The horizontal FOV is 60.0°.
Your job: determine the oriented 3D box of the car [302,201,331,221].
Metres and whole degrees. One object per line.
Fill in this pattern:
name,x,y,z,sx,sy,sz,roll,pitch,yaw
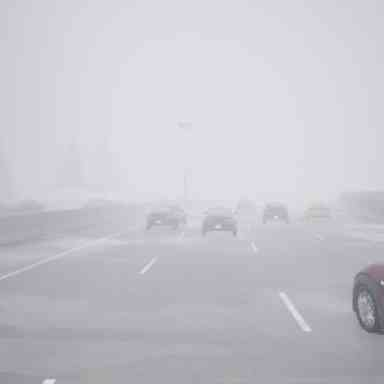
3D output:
car,10.553,1.528,28.416,1.882,1.535,5.008,0,0,13

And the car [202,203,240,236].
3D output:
car,1.610,1.541,18.693,1.812,1.442,4.674,0,0,8

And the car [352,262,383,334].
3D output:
car,3.777,1.367,3.904,2.097,1.767,4.553,0,0,2

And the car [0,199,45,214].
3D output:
car,-17.063,1.489,33.957,1.812,1.442,4.674,0,0,13

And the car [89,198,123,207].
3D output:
car,-9.120,1.592,37.156,1.895,1.301,4.718,0,0,15

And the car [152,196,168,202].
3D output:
car,-6.924,1.555,72.420,1.994,1.385,4.181,0,0,25

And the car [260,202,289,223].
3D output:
car,6.431,1.540,25.927,1.837,1.490,4.892,0,0,11

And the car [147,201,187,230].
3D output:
car,-1.543,1.532,21.198,1.812,1.442,4.674,0,0,9

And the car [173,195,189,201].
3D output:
car,-2.422,1.418,73.501,1.994,1.385,4.181,0,0,27

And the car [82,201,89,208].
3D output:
car,-11.642,1.490,41.083,1.837,1.490,4.892,0,0,16

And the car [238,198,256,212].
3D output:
car,6.571,1.549,40.342,1.837,1.490,4.892,0,0,17
